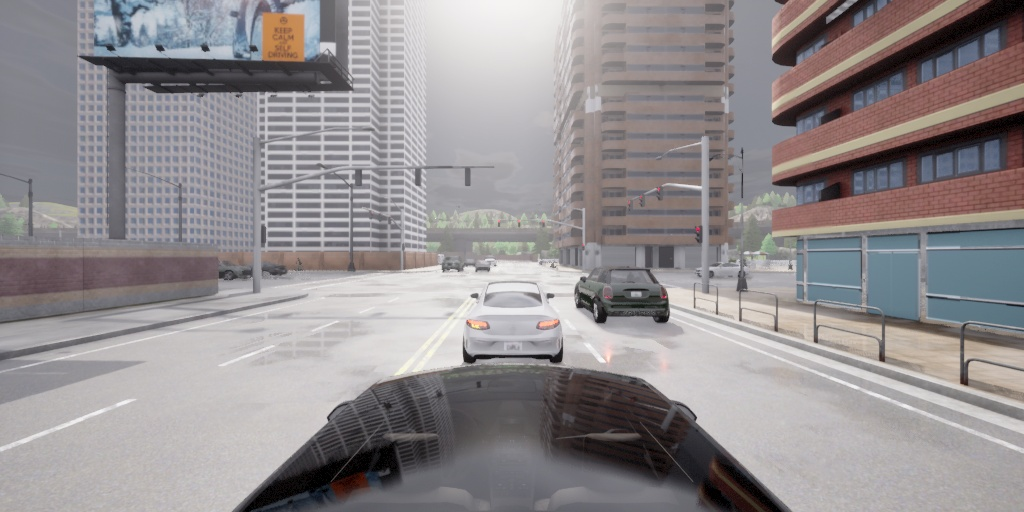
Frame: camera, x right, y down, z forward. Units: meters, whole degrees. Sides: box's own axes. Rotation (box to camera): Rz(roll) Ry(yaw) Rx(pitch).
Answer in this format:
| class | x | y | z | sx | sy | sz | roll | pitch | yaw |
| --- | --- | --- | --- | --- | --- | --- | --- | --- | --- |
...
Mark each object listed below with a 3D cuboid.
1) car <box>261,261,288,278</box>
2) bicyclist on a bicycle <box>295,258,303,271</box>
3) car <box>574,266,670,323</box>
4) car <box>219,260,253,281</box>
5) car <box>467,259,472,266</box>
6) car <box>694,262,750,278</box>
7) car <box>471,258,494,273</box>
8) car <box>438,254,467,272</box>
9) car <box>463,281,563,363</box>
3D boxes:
| class | x | y | z | sx | sy | sz | roll | pitch | yaw |
| --- | --- | --- | --- | --- | --- | --- | --- | --- | --- |
| car | -23.469 | 1.227 | 32.997 | 5.008 | 1.535 | 1.882 | 0 | 0 | 0 |
| bicyclist on a bicycle | -25.994 | 1.050 | 43.769 | 0.582 | 1.620 | 1.656 | 0 | 0 | 0 |
| car | 3.494 | 1.102 | 12.236 | 2.097 | 1.767 | 4.553 | 0 | 0 | 0 |
| car | -23.774 | 1.105 | 29.293 | 4.553 | 1.767 | 2.097 | 0 | 0 | 0 |
| car | -7.583 | 1.227 | 64.991 | 1.882 | 1.535 | 5.008 | 0 | 0 | 0 |
| car | 19.372 | 1.275 | 33.106 | 4.674 | 1.442 | 1.812 | 0 | 0 | 0 |
| car | -3.697 | 1.297 | 45.038 | 2.033 | 1.411 | 5.357 | 0 | 0 | -5 |
| car | -7.457 | 0.971 | 45.363 | 2.150 | 2.045 | 5.566 | 0 | 0 | 0 |
| car | 0.014 | 1.276 | 8.019 | 1.812 | 1.442 | 4.674 | 0 | 0 | 0 |
